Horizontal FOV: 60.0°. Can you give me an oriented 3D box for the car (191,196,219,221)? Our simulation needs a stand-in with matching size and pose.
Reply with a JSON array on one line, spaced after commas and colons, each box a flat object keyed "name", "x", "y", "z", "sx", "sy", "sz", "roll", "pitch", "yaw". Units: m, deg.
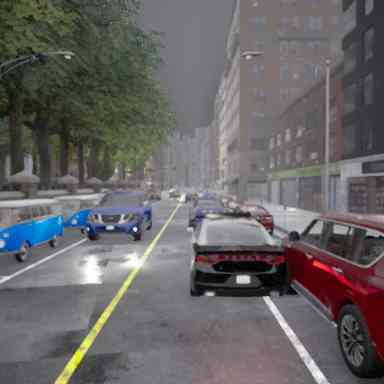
[{"name": "car", "x": 0.880, "y": 1.087, "z": 24.282, "sx": 1.837, "sy": 1.490, "sz": 4.892, "roll": 0, "pitch": 1, "yaw": 0}]

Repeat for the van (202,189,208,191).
[{"name": "van", "x": 2.812, "y": 0.450, "z": 50.607, "sx": 1.690, "sy": 1.788, "sz": 3.998, "roll": 0, "pitch": 1, "yaw": 0}]

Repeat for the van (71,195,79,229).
[{"name": "van", "x": -5.684, "y": 1.056, "z": 16.617, "sx": 1.690, "sy": 1.788, "sz": 3.998, "roll": 0, "pitch": 1, "yaw": 0}]

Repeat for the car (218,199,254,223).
[{"name": "car", "x": 2.837, "y": 1.198, "z": 22.313, "sx": 1.802, "sy": 1.307, "sz": 4.206, "roll": 0, "pitch": 1, "yaw": 0}]

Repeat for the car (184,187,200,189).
[{"name": "car", "x": -0.051, "y": 0.436, "z": 58.799, "sx": 1.882, "sy": 1.535, "sz": 5.008, "roll": 0, "pitch": 1, "yaw": 0}]

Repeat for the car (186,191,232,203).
[{"name": "car", "x": 0.864, "y": 1.039, "z": 18.250, "sx": 2.097, "sy": 1.767, "sz": 4.553, "roll": 0, "pitch": 1, "yaw": 0}]

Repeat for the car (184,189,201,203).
[{"name": "car", "x": -0.013, "y": 0.695, "z": 46.101, "sx": 1.837, "sy": 1.490, "sz": 4.892, "roll": 0, "pitch": 1, "yaw": 0}]

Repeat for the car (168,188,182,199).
[{"name": "car", "x": -3.052, "y": 0.496, "z": 61.058, "sx": 1.994, "sy": 1.385, "sz": 4.181, "roll": 0, "pitch": 1, "yaw": 0}]

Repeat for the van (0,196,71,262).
[{"name": "van", "x": -5.679, "y": 1.153, "z": 10.960, "sx": 1.690, "sy": 1.788, "sz": 3.998, "roll": 0, "pitch": 1, "yaw": 0}]

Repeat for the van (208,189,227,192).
[{"name": "van", "x": 2.827, "y": 0.757, "z": 33.628, "sx": 1.690, "sy": 1.788, "sz": 3.998, "roll": 0, "pitch": 1, "yaw": 0}]

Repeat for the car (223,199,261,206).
[{"name": "car", "x": 2.842, "y": 1.260, "z": 16.653, "sx": 1.887, "sy": 1.381, "sz": 4.507, "roll": 0, "pitch": 1, "yaw": 0}]

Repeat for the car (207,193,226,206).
[{"name": "car", "x": 2.822, "y": 0.860, "z": 39.291, "sx": 1.887, "sy": 1.381, "sz": 4.507, "roll": 0, "pitch": 1, "yaw": 0}]

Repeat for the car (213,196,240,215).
[{"name": "car", "x": 2.832, "y": 1.099, "z": 27.973, "sx": 1.802, "sy": 1.307, "sz": 4.206, "roll": 0, "pitch": 1, "yaw": 0}]

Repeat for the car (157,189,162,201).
[{"name": "car", "x": -5.713, "y": 0.425, "z": 50.559, "sx": 2.192, "sy": 1.841, "sz": 5.009, "roll": 0, "pitch": 1, "yaw": 0}]

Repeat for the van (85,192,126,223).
[{"name": "van", "x": -5.689, "y": 0.958, "z": 22.274, "sx": 1.690, "sy": 1.788, "sz": 3.998, "roll": 0, "pitch": 1, "yaw": 0}]

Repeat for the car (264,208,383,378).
[{"name": "car", "x": 2.850, "y": 1.223, "z": 5.330, "sx": 2.192, "sy": 1.841, "sz": 5.009, "roll": 0, "pitch": 1, "yaw": 0}]

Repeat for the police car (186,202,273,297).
[{"name": "police car", "x": 0.894, "y": 1.282, "z": 8.394, "sx": 1.930, "sy": 1.638, "sz": 5.238, "roll": 0, "pitch": 1, "yaw": 0}]

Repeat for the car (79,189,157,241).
[{"name": "car", "x": -3.112, "y": 0.957, "z": 15.413, "sx": 2.150, "sy": 2.045, "sz": 5.566, "roll": 0, "pitch": 1, "yaw": 0}]
